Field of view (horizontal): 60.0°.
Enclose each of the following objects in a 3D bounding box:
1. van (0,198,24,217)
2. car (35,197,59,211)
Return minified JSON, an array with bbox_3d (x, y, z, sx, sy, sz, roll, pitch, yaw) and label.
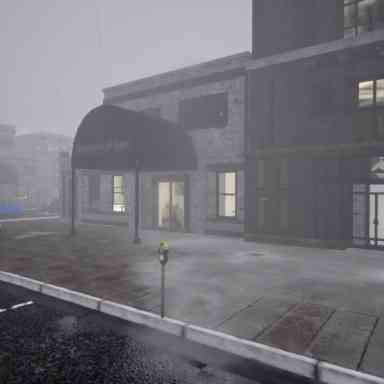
[{"bbox_3d":[-17.346,1.416,29.866,1.690,1.788,3.998,0,0,35],"label":"van"},{"bbox_3d":[-16.456,1.414,41.241,2.097,1.767,4.553,0,0,35],"label":"car"}]
